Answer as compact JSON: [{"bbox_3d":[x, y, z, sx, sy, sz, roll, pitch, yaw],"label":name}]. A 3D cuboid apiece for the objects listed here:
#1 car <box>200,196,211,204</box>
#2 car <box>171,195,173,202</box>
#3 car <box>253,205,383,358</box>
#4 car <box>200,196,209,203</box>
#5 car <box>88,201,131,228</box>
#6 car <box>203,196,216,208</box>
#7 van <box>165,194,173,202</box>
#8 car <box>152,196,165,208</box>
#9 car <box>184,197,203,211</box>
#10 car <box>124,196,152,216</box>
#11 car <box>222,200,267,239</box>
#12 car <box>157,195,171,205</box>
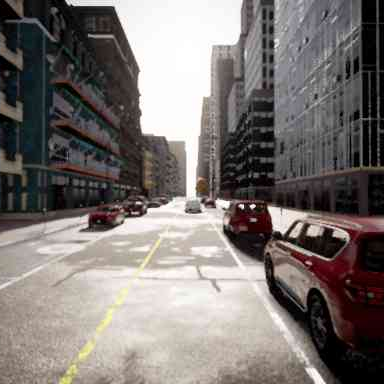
[{"bbox_3d":[2.716,1.558,66.732,1.967,1.590,4.097,1,0,0],"label":"car"},{"bbox_3d":[-5.677,1.432,66.734,2.192,1.841,5.009,1,0,0],"label":"car"},{"bbox_3d":[2.705,1.317,5.978,2.192,1.841,5.009,1,0,0],"label":"car"},{"bbox_3d":[2.718,1.663,72.426,1.752,1.417,4.829,1,0,0],"label":"car"},{"bbox_3d":[-5.676,1.557,22.548,1.887,1.381,4.507,1,0,0],"label":"car"},{"bbox_3d":[2.706,1.650,50.162,1.802,1.307,4.206,1,0,0],"label":"car"},{"bbox_3d":[-5.647,1.525,83.304,1.690,1.788,3.998,1,0,0],"label":"van"},{"bbox_3d":[-5.674,1.634,50.164,1.947,1.339,4.313,1,0,0],"label":"car"},{"bbox_3d":[0.109,1.568,40.345,1.812,1.442,4.674,0,0,0],"label":"car"},{"bbox_3d":[-5.673,1.343,33.595,2.192,1.841,5.009,1,0,0],"label":"car"},{"bbox_3d":[2.706,1.322,17.024,2.192,1.841,5.009,1,0,0],"label":"car"},{"bbox_3d":[-5.675,1.414,61.211,2.192,1.841,5.009,1,0,0],"label":"car"}]
